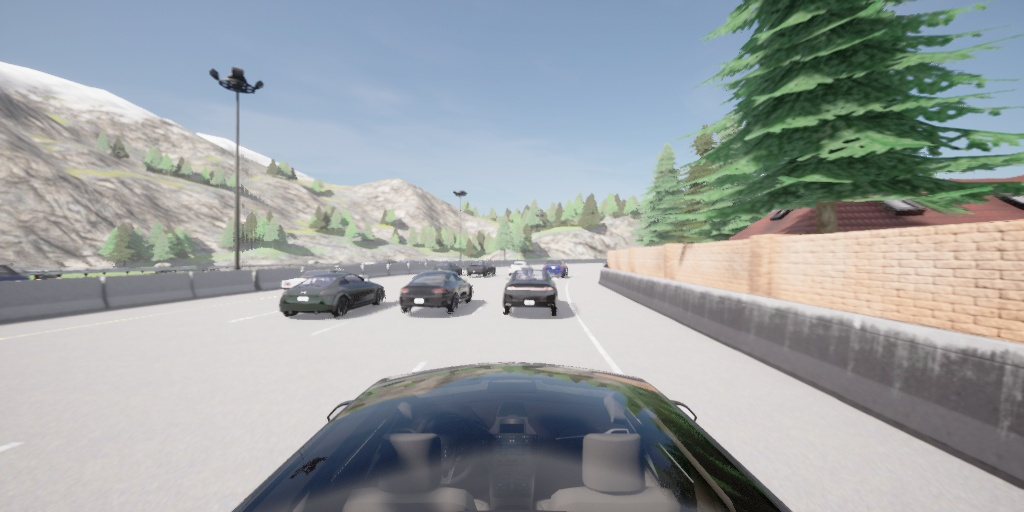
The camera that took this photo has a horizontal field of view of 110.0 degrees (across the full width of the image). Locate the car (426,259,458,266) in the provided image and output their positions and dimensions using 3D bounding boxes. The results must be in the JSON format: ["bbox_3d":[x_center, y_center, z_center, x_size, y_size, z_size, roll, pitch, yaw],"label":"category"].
[{"bbox_3d":[-6.363,1.283,35.423,1.994,1.385,4.181,0,0,13],"label":"car"}]

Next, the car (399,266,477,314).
[{"bbox_3d":[-2.759,1.263,13.698,1.812,1.442,4.674,0,0,5],"label":"car"}]

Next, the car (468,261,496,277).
[{"bbox_3d":[-2.898,1.220,34.883,2.128,1.511,4.902,0,0,13],"label":"car"}]

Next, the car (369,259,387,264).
[{"bbox_3d":[-19.215,1.203,54.957,1.812,1.442,4.674,0,0,18],"label":"car"}]

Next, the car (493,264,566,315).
[{"bbox_3d":[0.750,1.238,13.591,2.128,1.511,4.902,0,0,5],"label":"car"}]

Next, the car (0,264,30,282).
[{"bbox_3d":[-20.570,1.045,12.603,2.097,1.767,4.553,0,0,4],"label":"car"}]

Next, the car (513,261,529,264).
[{"bbox_3d":[0.924,1.263,35.940,1.812,1.442,4.674,0,0,13],"label":"car"}]

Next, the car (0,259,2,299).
[{"bbox_3d":[-23.991,1.035,13.825,2.097,1.767,4.553,0,0,5],"label":"car"}]

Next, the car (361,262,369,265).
[{"bbox_3d":[-21.996,1.270,57.706,1.895,1.301,4.718,0,0,19],"label":"car"}]

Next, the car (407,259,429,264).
[{"bbox_3d":[-12.688,1.187,52.456,2.128,1.511,4.902,0,0,18],"label":"car"}]

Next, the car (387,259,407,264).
[{"bbox_3d":[-15.927,1.234,53.930,2.033,1.411,5.357,0,0,18],"label":"car"}]

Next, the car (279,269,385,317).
[{"bbox_3d":[-6.310,1.293,13.081,1.994,1.385,4.181,0,0,4],"label":"car"}]

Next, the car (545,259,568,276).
[{"bbox_3d":[4.247,1.098,34.705,2.097,1.767,4.553,0,0,13],"label":"car"}]
